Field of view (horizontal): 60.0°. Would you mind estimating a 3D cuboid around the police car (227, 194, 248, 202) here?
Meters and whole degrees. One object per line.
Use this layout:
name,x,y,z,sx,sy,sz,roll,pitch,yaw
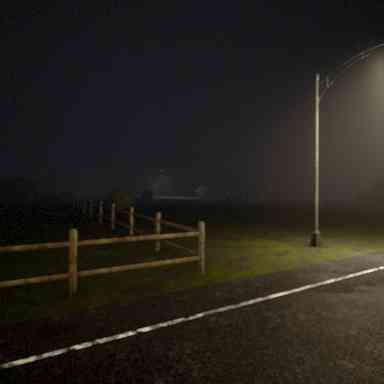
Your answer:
police car,8.930,1.131,64.643,2.038,1.542,4.974,2,0,-32
